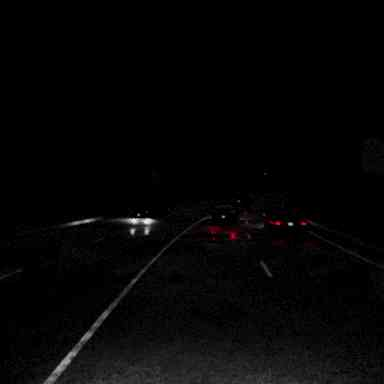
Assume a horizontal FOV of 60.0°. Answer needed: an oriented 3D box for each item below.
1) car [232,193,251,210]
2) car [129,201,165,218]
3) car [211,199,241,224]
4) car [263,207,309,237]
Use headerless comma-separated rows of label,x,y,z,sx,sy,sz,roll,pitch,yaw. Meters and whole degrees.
car,6.256,1.193,42.314,2.150,2.045,5.566,0,0,14
car,-3.861,1.507,29.929,2.033,1.411,5.357,0,0,11
car,2.533,1.510,24.936,1.812,1.442,4.674,0,0,10
car,4.968,1.545,18.082,2.033,1.411,5.357,0,0,8
